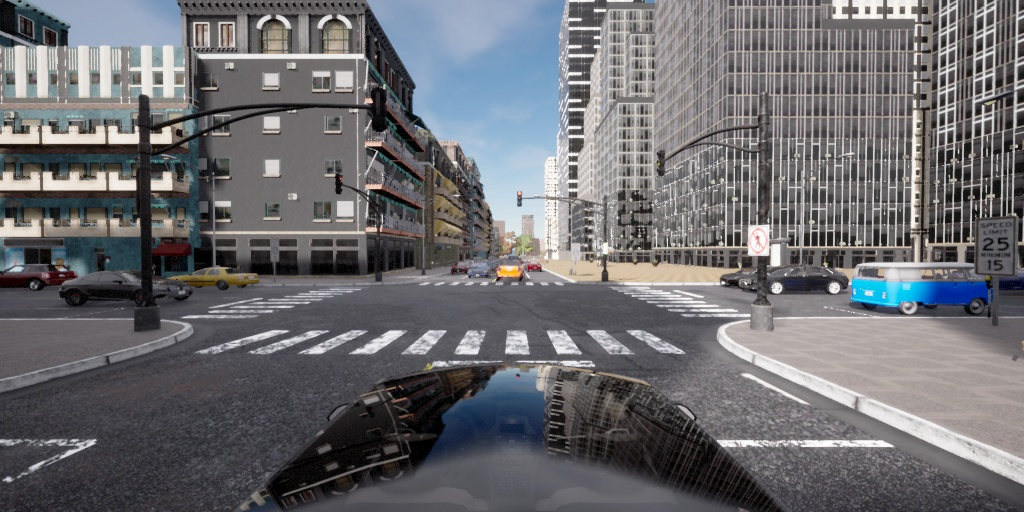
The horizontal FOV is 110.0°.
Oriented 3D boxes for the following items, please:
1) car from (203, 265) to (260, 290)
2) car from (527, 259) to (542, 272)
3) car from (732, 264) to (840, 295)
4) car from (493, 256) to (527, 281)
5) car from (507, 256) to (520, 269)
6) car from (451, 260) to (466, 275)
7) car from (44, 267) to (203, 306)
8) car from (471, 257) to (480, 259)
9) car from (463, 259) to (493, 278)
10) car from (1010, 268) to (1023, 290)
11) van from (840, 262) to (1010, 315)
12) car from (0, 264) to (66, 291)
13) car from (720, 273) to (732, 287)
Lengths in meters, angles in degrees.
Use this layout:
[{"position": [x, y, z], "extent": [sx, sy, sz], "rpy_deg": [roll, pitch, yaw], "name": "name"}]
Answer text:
[{"position": [-17.829, 1.247, 21.353], "extent": [4.829, 1.417, 1.751], "rpy_deg": [0, 0, 0], "name": "car"}, {"position": [2.777, 1.290, 45.085], "extent": [1.888, 1.381, 4.507], "rpy_deg": [0, 0, 0], "name": "car"}, {"position": [14.639, 1.194, 18.713], "extent": [4.892, 1.490, 1.837], "rpy_deg": [0, 1, 0], "name": "car"}, {"position": [-0.088, 1.097, 30.190], "extent": [2.097, 1.767, 4.553], "rpy_deg": [0, 0, 3], "name": "car"}, {"position": [0.257, 0.968, 58.473], "extent": [2.150, 2.045, 5.566], "rpy_deg": [0, 0, 1], "name": "car"}, {"position": [-5.586, 1.290, 39.402], "extent": [1.888, 1.381, 4.507], "rpy_deg": [0, 0, 0], "name": "car"}, {"position": [-16.651, 1.332, 15.551], "extent": [4.674, 1.442, 1.812], "rpy_deg": [0, 1, 0], "name": "car"}, {"position": [-5.571, 1.185, 45.051], "extent": [1.967, 1.591, 4.097], "rpy_deg": [0, 0, 0], "name": "car"}, {"position": [-3.011, 1.293, 33.951], "extent": [2.033, 1.411, 5.357], "rpy_deg": [0, 0, 0], "name": "car"}, {"position": [24.711, 1.196, 18.700], "extent": [4.674, 1.442, 1.812], "rpy_deg": [0, 1, 0], "name": "car"}, {"position": [14.720, 1.117, 12.935], "extent": [3.998, 1.789, 1.690], "rpy_deg": [0, 0, 0], "name": "van"}, {"position": [-28.726, 1.190, 21.366], "extent": [4.097, 1.591, 1.967], "rpy_deg": [0, 0, 0], "name": "car"}, {"position": [14.730, 1.216, 21.315], "extent": [4.313, 1.339, 1.948], "rpy_deg": [0, 0, 0], "name": "car"}]
